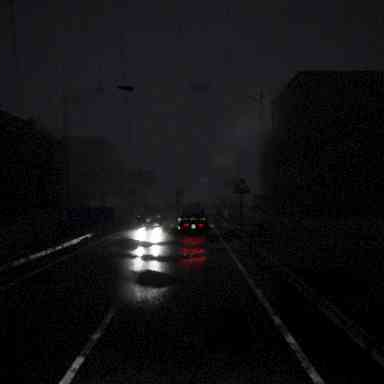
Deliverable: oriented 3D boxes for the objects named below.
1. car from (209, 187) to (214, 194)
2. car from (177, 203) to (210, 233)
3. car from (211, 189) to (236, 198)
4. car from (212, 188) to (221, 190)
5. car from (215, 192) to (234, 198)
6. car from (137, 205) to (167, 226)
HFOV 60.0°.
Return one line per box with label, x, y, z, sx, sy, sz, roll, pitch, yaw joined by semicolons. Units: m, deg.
car;8.124;0.278;90.319;5.566;2.045;2.435;0;2;-1
car;0.093;1.708;21.240;1.837;1.490;4.892;0;0;0
car;8.006;0.812;82.062;5.366;1.575;1.946;0;2;-1
car;8.095;0.495;87.569;4.553;1.767;2.185;0;2;-1
car;8.163;0.756;84.822;4.674;1.452;2.002;0;2;-1
car;-3.024;1.733;25.620;2.128;1.511;4.902;0;-1;0
